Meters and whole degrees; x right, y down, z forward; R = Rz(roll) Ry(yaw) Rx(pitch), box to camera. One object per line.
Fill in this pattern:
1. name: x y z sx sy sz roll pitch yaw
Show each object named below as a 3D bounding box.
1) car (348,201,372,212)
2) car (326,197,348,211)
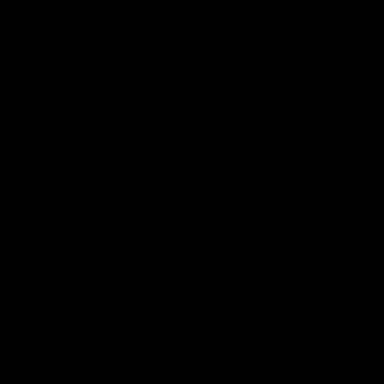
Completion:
1. car: 24.640 2.074 48.129 2.033 1.411 5.357 0 -1 37
2. car: 22.024 1.747 50.057 2.150 2.045 5.566 0 -1 37
